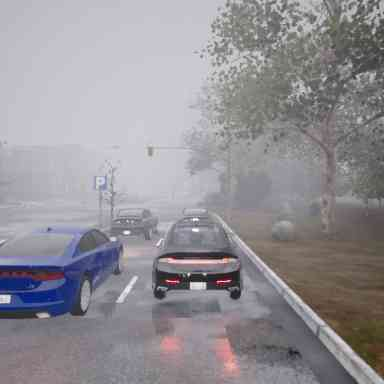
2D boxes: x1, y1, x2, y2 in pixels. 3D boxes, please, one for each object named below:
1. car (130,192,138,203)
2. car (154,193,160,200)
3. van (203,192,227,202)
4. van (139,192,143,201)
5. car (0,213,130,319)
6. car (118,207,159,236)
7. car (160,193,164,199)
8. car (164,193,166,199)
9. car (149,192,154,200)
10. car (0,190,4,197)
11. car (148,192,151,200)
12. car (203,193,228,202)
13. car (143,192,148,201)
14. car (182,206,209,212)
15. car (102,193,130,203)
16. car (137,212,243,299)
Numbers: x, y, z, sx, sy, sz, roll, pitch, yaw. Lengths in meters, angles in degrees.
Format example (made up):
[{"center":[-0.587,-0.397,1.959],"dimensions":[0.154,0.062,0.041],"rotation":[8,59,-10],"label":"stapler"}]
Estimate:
[{"center":[-13.771,1.315,64.775],"dimensions":[5.366,1.575,1.946],"rotation":[-1,0,-15],"label":"car"},{"center":[-11.415,1.357,85.716],"dimensions":[4.674,1.452,2.002],"rotation":[-1,0,-12],"label":"car"},{"center":[4.311,1.042,64.369],"dimensions":[4.442,1.987,1.878],"rotation":[1,0,-14],"label":"van"},{"center":[-13.210,1.093,70.767],"dimensions":[4.442,1.987,1.878],"rotation":[-1,0,-14],"label":"van"},{"center":[-2.888,1.487,7.560],"dimensions":[1.882,1.535,5.008],"rotation":[0,0,0],"label":"car"},{"center":[-2.830,1.530,16.991],"dimensions":[1.837,1.490,4.892],"rotation":[0,0,1],"label":"car"},{"center":[-10.964,1.065,88.722],"dimensions":[5.566,2.045,2.435],"rotation":[-1,0,-12],"label":"car"},{"center":[-10.540,1.316,91.700],"dimensions":[5.008,1.535,2.097],"rotation":[-1,0,-12],"label":"car"},{"center":[-12.233,1.359,79.734],"dimensions":[4.674,1.452,2.002],"rotation":[-1,0,-13],"label":"car"},{"center":[-31.142,0.137,52.658],"dimensions":[2.002,1.452,4.674],"rotation":[6,-3,-19],"label":"car"},{"center":[-12.606,1.359,76.733],"dimensions":[4.674,1.452,2.002],"rotation":[-1,0,-13],"label":"car"},{"center":[4.696,1.141,67.339],"dimensions":[4.553,1.767,2.185],"rotation":[1,0,-14],"label":"car"},{"center":[-12.980,1.321,73.738],"dimensions":[4.892,1.521,2.231],"rotation":[-1,0,-14],"label":"car"},{"center":[0.180,1.530,17.906],"dimensions":[1.837,1.490,4.892],"rotation":[0,0,0],"label":"car"},{"center":[-14.417,1.358,61.783],"dimensions":[4.792,1.488,2.163],"rotation":[-1,0,-15],"label":"car"},{"center":[0.115,1.503,8.494],"dimensions":[2.128,1.511,4.902],"rotation":[0,0,0],"label":"car"}]
